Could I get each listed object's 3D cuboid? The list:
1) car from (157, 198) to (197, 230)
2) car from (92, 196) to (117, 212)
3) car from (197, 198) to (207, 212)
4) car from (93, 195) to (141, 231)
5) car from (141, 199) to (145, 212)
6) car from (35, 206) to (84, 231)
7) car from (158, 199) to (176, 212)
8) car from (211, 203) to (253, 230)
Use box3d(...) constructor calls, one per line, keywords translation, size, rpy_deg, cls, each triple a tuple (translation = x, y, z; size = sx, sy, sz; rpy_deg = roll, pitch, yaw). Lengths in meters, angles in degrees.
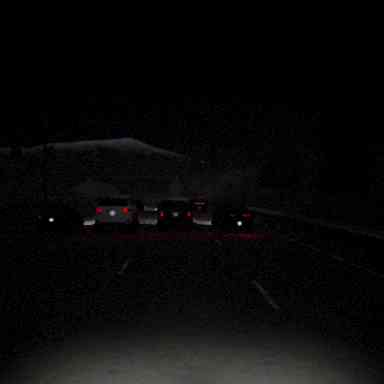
box3d(translation=(-1.142, 1.331, 21.209), size=(2.097, 1.767, 4.553), rpy_deg=(0, 0, -5), cls="car")
box3d(translation=(-9.991, 1.326, 38.408), size=(2.097, 1.767, 4.553), rpy_deg=(0, 0, -6), cls="car")
box3d(translation=(0.591, 1.451, 38.232), size=(2.128, 1.511, 4.902), rpy_deg=(0, 0, -6), cls="car")
box3d(translation=(-4.593, 1.206, 20.792), size=(2.150, 2.045, 5.566), rpy_deg=(0, 0, -6), cls="car")
box3d(translation=(-6.482, 1.461, 38.522), size=(2.128, 1.511, 4.902), rpy_deg=(0, 0, -6), cls="car")
box3d(translation=(-8.123, 1.554, 20.732), size=(1.994, 1.385, 4.181), rpy_deg=(0, 0, -5), cls="car")
box3d(translation=(-3.021, 1.527, 39.065), size=(1.994, 1.385, 4.181), rpy_deg=(0, 0, -6), cls="car")
box3d(translation=(2.411, 1.480, 20.836), size=(1.837, 1.490, 4.892), rpy_deg=(0, 0, -5), cls="car")
